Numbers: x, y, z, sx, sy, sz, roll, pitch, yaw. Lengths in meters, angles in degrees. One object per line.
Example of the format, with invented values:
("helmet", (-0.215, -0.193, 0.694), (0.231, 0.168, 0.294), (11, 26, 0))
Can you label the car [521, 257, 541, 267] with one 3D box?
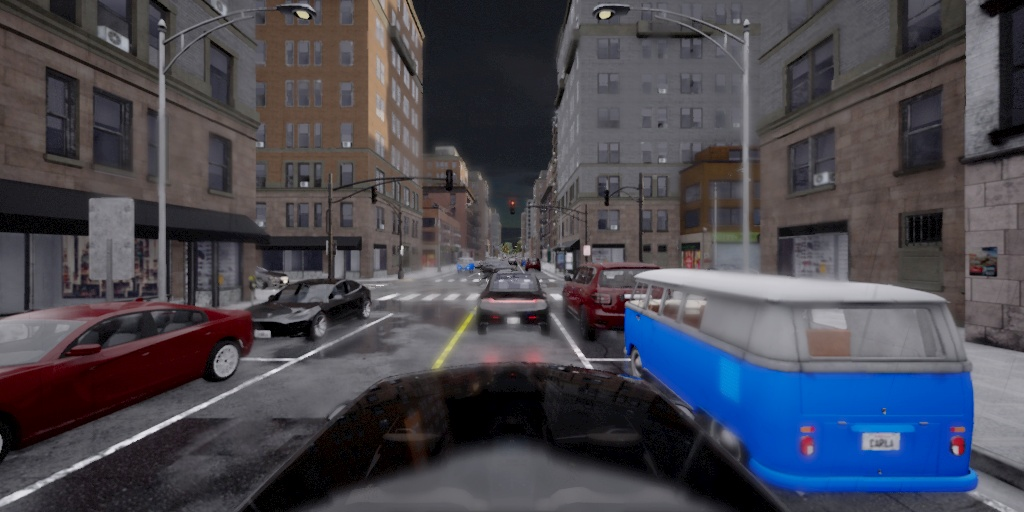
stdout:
("car", (2.740, 1.058, 47.296), (2.192, 1.841, 5.009), (0, 0, 0))

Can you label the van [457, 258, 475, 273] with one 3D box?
("van", (-5.376, 1.085, 41.894), (1.690, 1.789, 3.998), (0, 0, 0))

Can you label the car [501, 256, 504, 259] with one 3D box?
("car", (-2.790, 1.241, 58.065), (1.837, 1.490, 4.892), (0, 1, 0))

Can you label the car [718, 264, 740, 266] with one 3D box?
("car", (14.674, 1.241, 24.789), (4.181, 1.385, 1.994), (0, 0, 0))

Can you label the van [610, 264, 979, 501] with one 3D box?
("van", (2.644, 1.091, 4.414), (1.690, 1.789, 3.998), (0, 0, 0))

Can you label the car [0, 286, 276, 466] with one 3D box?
("car", (-5.381, 1.295, 4.419), (1.888, 1.381, 4.507), (0, 0, 0))

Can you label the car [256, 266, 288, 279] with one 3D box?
("car", (-16.228, 1.304, 21.808), (4.902, 1.511, 2.128), (0, 0, 0))

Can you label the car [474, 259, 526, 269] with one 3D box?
("car", (-1.050, 1.237, 28.350), (2.128, 1.511, 4.902), (0, 0, -22))

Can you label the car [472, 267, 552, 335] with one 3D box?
("car", (0.056, 1.241, 10.467), (2.128, 1.511, 4.902), (0, 0, 0))

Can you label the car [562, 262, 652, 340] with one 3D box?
("car", (2.648, 1.064, 9.925), (2.192, 1.841, 5.009), (0, 0, 0))

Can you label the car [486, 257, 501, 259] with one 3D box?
("car", (-2.817, 1.095, 43.848), (2.097, 1.767, 4.553), (0, 0, 0))

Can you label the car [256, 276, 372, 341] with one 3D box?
("car", (-5.377, 1.315, 9.930), (1.948, 1.339, 4.313), (0, 0, 0))
